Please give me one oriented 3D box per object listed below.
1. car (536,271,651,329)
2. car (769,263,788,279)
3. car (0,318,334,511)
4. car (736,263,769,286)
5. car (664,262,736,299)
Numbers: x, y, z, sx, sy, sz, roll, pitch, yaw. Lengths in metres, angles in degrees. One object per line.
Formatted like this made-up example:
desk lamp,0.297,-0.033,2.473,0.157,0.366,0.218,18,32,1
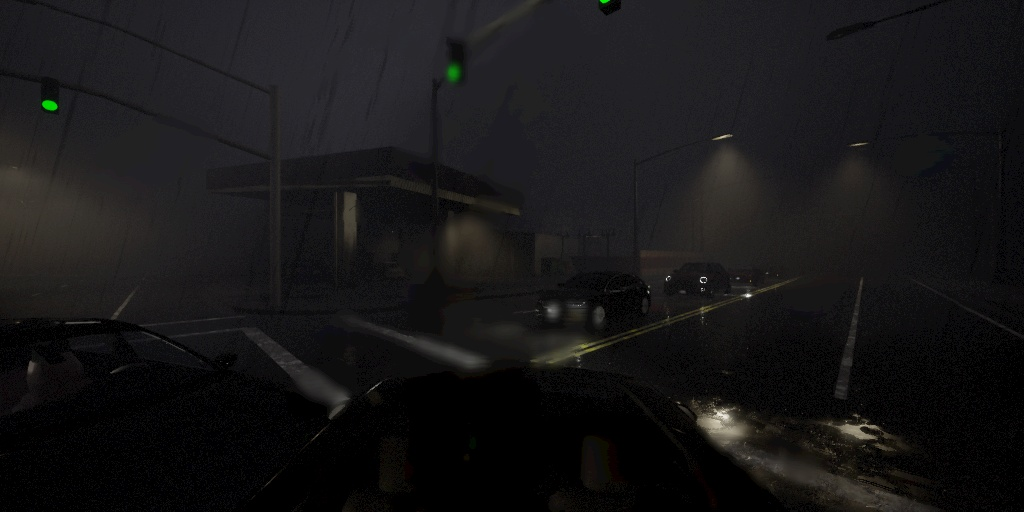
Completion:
car,2.790,1.255,11.500,1.837,1.490,4.892,0,0,44
car,23.524,1.314,32.475,4.181,1.385,1.994,0,0,-45
car,-3.440,1.242,2.432,4.902,1.511,2.128,0,0,14
car,16.446,1.314,25.365,1.994,1.385,4.181,0,0,44
car,9.575,1.102,18.400,2.097,1.767,4.553,0,0,45
